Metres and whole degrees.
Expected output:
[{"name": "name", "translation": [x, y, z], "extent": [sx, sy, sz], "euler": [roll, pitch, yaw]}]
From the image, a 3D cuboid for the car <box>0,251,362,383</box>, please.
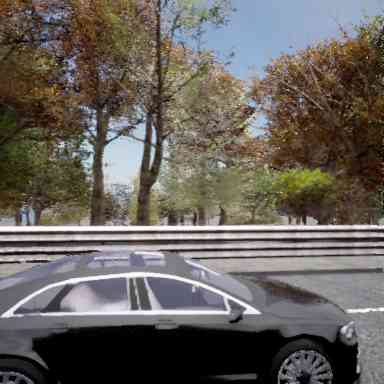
[{"name": "car", "translation": [-0.438, 1.522, 4.073], "extent": [4.902, 1.511, 2.128], "euler": [1, -1, -9]}]
